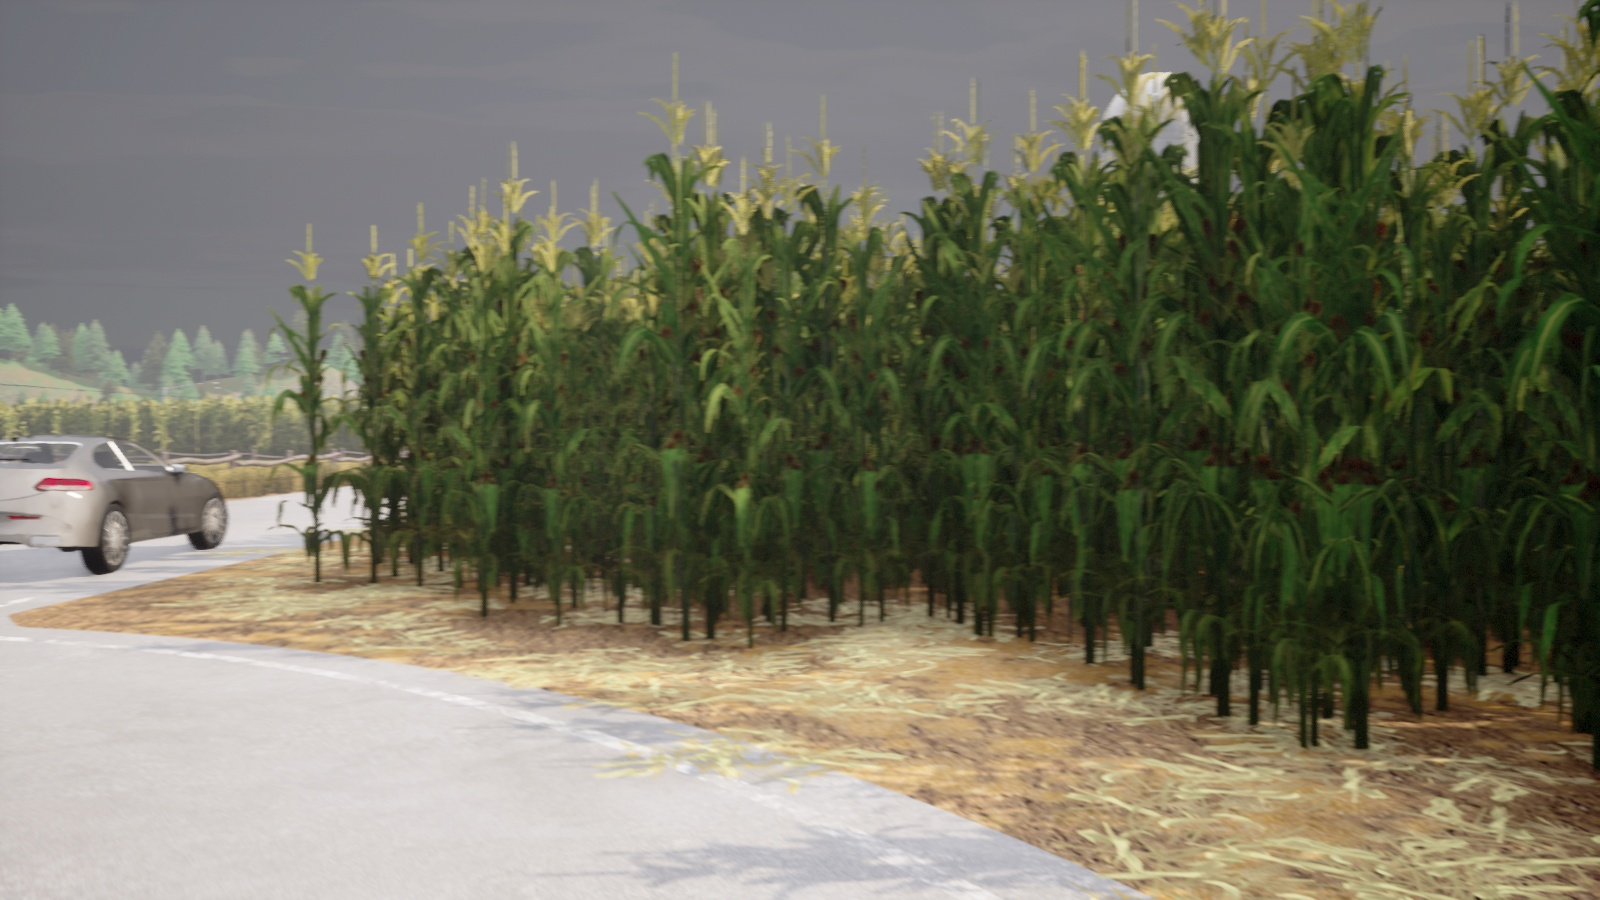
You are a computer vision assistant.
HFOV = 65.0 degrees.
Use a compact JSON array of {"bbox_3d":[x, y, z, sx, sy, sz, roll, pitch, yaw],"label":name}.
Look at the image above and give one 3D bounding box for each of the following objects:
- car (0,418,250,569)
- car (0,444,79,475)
[{"bbox_3d":[-9.091,0.458,16.244,2.152,1.651,5.027,0,0,-5],"label":"car"},{"bbox_3d":[-38.145,0.474,62.152,3.806,1.475,1.970,0,0,-1],"label":"car"}]
